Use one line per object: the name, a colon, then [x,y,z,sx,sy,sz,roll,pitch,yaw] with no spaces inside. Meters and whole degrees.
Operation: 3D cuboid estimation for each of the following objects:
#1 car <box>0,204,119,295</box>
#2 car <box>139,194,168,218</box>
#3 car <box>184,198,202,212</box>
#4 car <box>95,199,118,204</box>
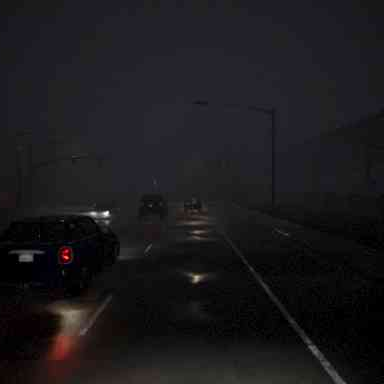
car: [-3.404,1.380,8.954,2.097,1.767,4.553,0,0,0]
car: [-3.410,1.224,29.974,2.150,2.045,5.566,0,0,0]
car: [0.087,1.446,38.282,2.128,1.511,4.902,0,0,0]
car: [-10.515,1.554,40.827,1.895,1.301,4.718,0,1,0]
